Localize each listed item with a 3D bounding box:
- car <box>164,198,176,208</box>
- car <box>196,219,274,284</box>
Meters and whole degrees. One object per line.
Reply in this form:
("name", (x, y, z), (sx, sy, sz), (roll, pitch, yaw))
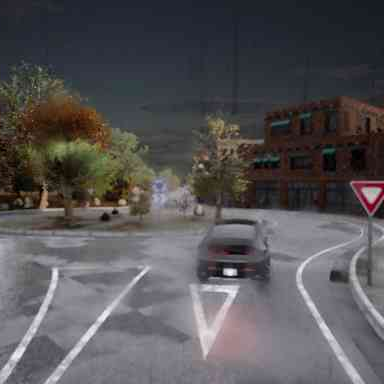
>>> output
("car", (-3.177, 1.648, 50.562), (2.128, 1.511, 4.902), (0, 0, -9))
("car", (1.370, 1.567, 9.933), (1.837, 1.490, 4.892), (0, 0, 12))
